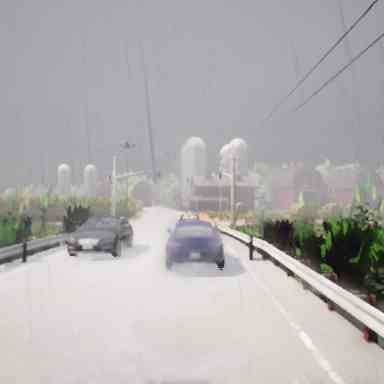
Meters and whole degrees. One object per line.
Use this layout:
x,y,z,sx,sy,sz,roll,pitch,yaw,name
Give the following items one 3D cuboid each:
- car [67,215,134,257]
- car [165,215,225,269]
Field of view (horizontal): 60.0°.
-3.642,1.754,14.011,2.128,1.511,4.902,0,-2,0,car
0.073,1.696,11.567,1.812,1.442,4.674,0,-2,0,car
